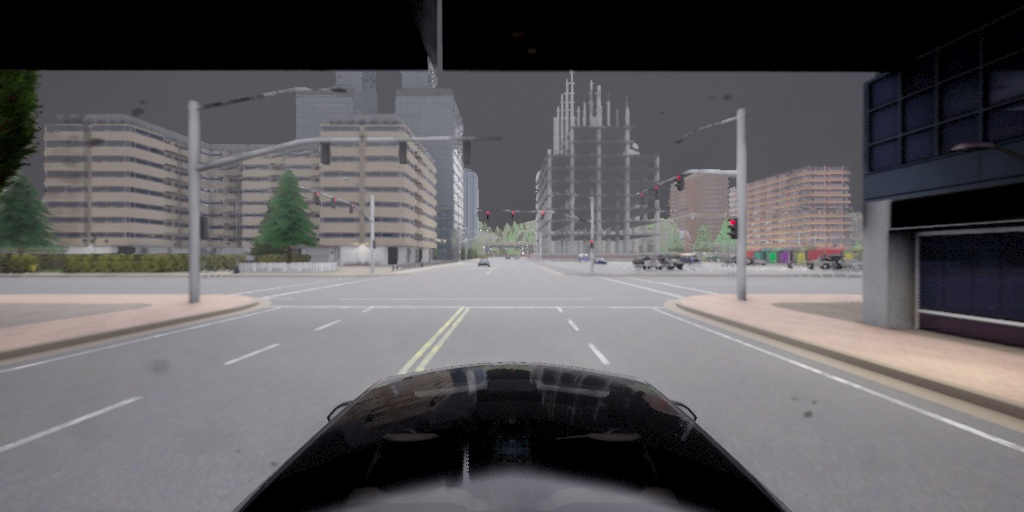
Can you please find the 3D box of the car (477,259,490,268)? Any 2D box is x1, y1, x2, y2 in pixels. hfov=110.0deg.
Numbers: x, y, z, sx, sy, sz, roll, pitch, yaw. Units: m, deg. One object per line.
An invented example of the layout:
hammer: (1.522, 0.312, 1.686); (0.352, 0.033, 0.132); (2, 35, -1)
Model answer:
car: (-4.510, 1.127, 58.268); (2.033, 1.411, 5.357); (0, 0, 0)
